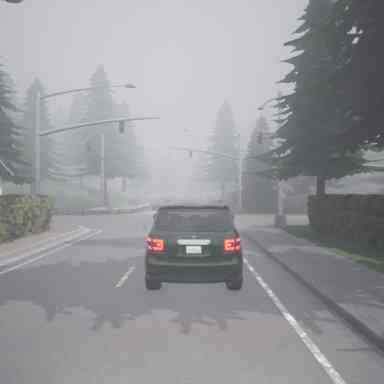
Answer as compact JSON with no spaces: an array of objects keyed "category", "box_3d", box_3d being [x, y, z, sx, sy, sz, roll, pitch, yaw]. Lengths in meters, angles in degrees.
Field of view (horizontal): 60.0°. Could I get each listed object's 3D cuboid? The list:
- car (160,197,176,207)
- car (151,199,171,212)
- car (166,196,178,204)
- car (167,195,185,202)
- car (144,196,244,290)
[{"category":"car","box_3d":[-3.656,1.492,52.170,2.128,1.511,4.902,0,0,0]},{"category":"car","box_3d":[-3.641,1.563,39.563,1.994,1.385,4.181,0,0,0]},{"category":"car","box_3d":[-3.828,1.491,62.490,2.128,1.511,4.902,0,0,-4]},{"category":"car","box_3d":[-3.625,1.524,74.147,1.812,1.442,4.674,0,0,-35]},{"category":"car","box_3d":[0.052,1.221,9.197,2.150,2.045,5.566,0,0,0]}]
